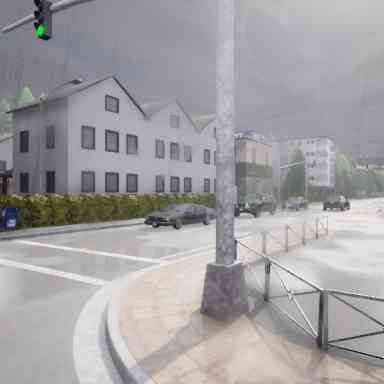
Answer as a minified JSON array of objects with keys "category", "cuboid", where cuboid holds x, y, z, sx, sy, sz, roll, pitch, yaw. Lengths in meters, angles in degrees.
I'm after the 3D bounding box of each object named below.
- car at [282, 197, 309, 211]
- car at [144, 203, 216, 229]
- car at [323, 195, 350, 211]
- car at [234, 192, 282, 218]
[{"category":"car","cuboid":[11.546,1.306,37.087,2.128,1.511,4.902,0,0,36]},{"category":"car","cuboid":[-0.489,1.361,20.194,2.033,1.411,5.357,0,0,35]},{"category":"car","cuboid":[16.389,1.165,37.606,2.097,1.767,4.553,0,0,35]},{"category":"car","cuboid":[5.477,1.036,28.606,2.150,2.045,5.566,0,0,35]}]
